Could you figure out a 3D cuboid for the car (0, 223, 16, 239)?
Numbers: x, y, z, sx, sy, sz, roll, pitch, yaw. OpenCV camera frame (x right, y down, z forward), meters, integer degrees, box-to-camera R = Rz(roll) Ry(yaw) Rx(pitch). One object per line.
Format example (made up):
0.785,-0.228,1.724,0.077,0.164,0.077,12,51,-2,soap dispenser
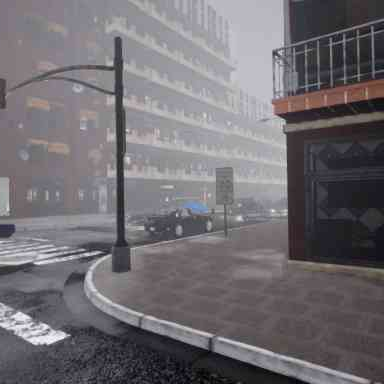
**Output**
-9.782,1.620,13.172,1.895,1.301,4.718,-1,-1,36,car

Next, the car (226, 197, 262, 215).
4.957,1.311,33.783,2.097,1.767,4.553,-1,-1,35,car

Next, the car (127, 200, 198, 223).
-2.147,1.533,23.853,2.033,1.411,5.357,-1,-1,36,car

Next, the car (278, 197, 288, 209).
12.227,1.412,43.849,1.882,1.535,5.008,-1,-1,36,car

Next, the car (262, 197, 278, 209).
9.284,1.430,44.053,1.967,1.590,4.097,-1,-1,36,car

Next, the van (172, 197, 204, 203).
-0.448,1.365,30.466,1.690,1.788,3.998,-1,-1,36,van

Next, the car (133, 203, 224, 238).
-0.524,1.435,16.821,2.008,1.369,4.403,-1,-1,36,car
